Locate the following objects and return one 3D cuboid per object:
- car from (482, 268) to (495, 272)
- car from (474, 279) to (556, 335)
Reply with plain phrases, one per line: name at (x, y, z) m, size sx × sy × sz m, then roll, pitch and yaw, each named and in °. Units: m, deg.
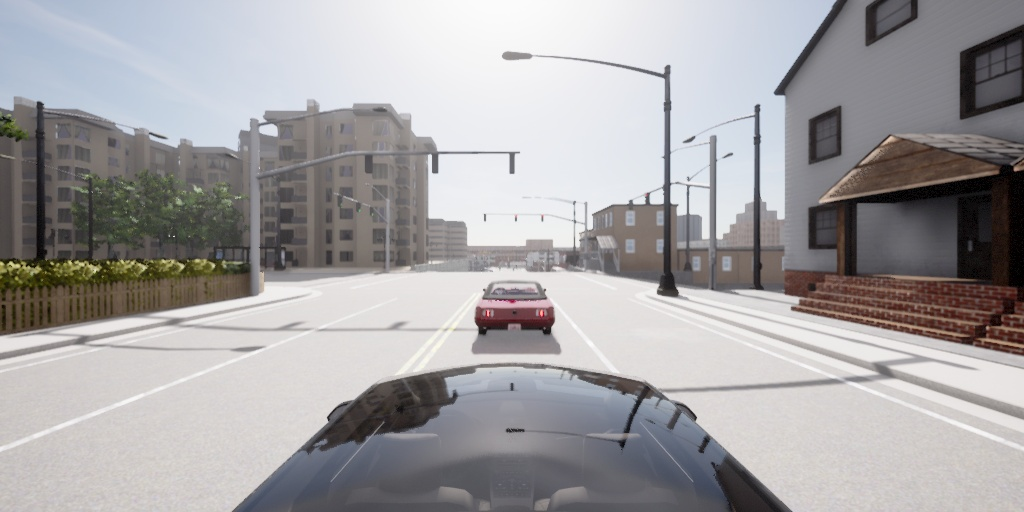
car at (-3.570, 2.567, 54.361) m, size 1.812 × 1.442 × 4.674 m, roll 0°, pitch -10°, yaw 0°
car at (0.076, 1.317, 10.338) m, size 1.895 × 1.301 × 4.718 m, roll 0°, pitch 0°, yaw 0°
